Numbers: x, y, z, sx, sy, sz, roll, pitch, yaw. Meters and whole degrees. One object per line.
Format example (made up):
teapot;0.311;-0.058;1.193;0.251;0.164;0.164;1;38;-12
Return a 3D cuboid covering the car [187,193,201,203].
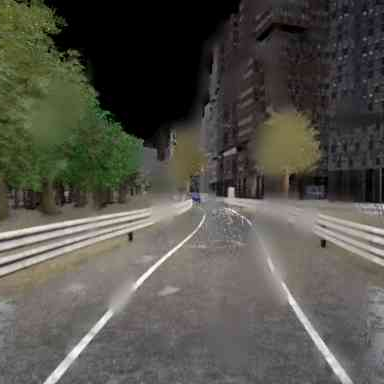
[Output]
car;0.371;1.157;69.331;2.150;2.045;5.566;0;0;-12
